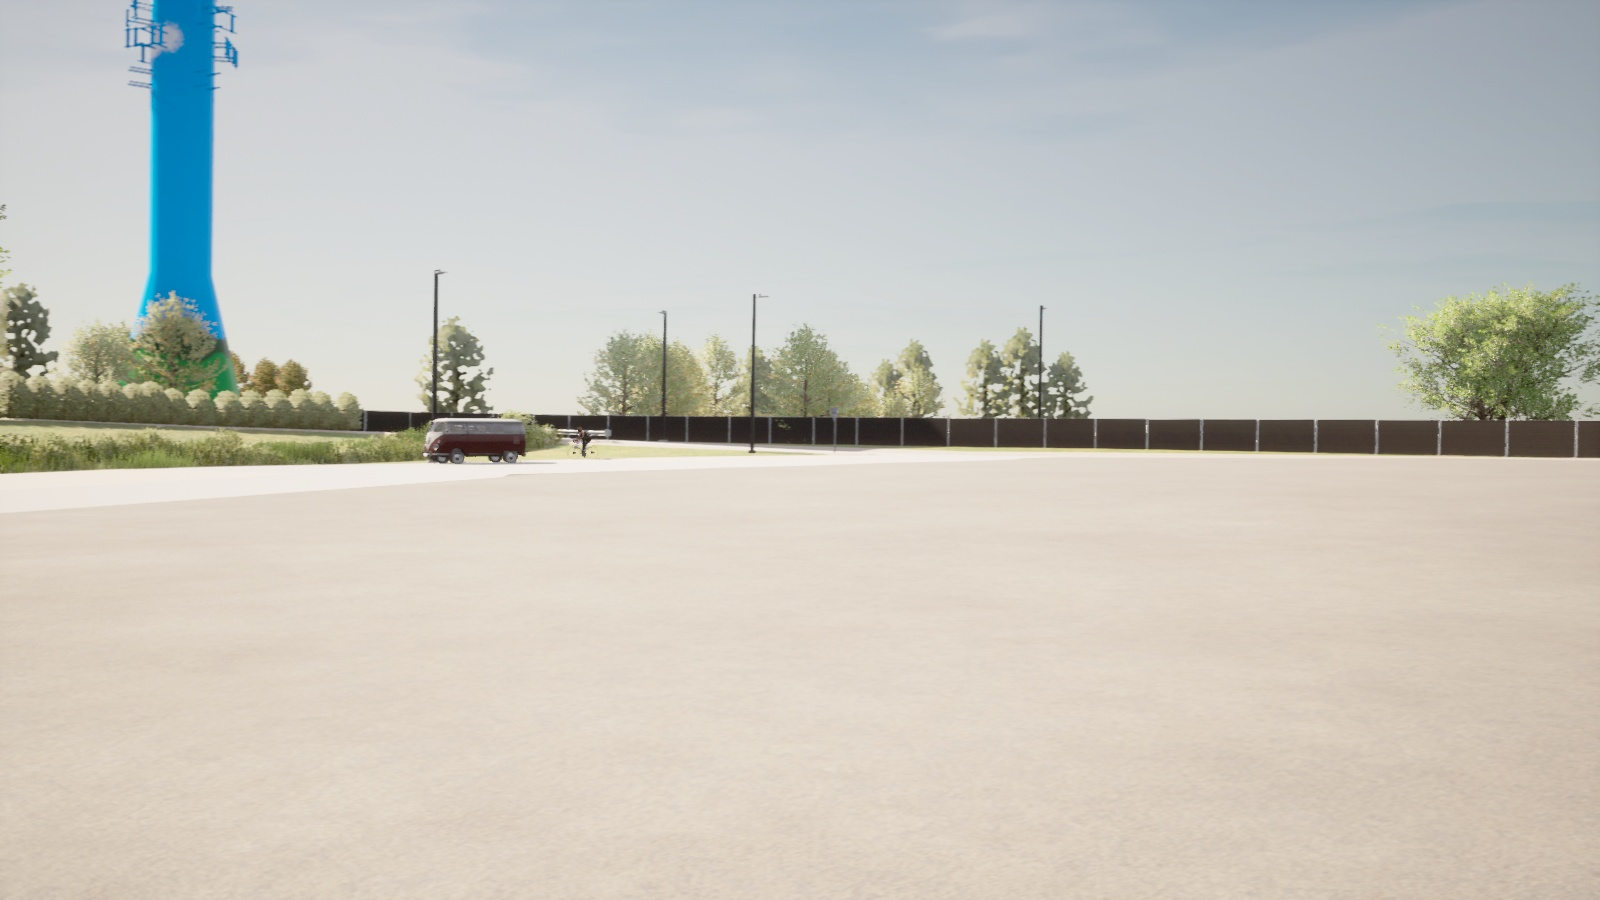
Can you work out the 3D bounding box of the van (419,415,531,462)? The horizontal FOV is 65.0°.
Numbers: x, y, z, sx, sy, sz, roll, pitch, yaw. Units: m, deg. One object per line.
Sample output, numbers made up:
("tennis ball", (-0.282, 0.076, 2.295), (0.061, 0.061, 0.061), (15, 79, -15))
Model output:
("van", (-14.242, -0.505, 55.183), (4.442, 1.987, 1.775), (0, 1, -41))
